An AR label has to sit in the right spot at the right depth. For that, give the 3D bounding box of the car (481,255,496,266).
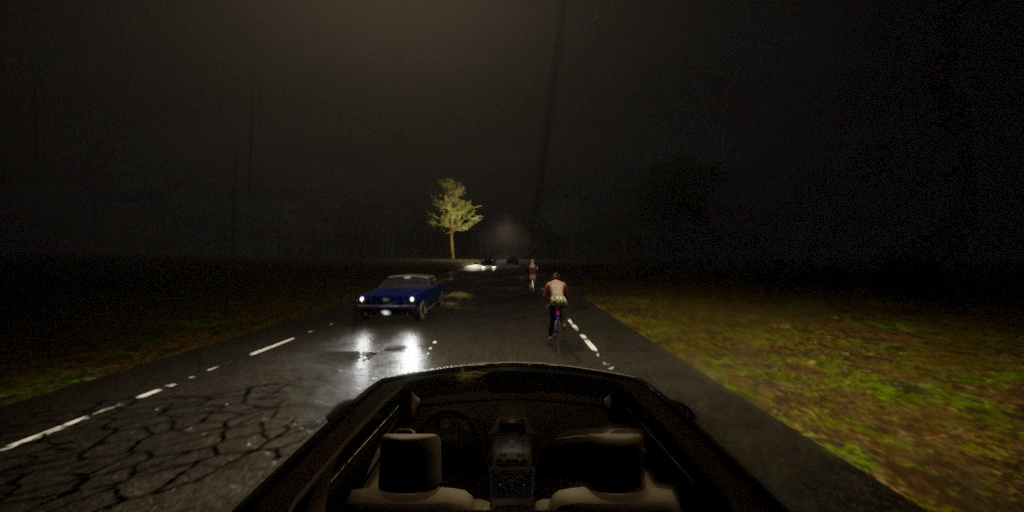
[{"bbox_3d":[-3.606,0.625,55.574,2.097,1.767,4.553,0,1,0],"label":"car"}]

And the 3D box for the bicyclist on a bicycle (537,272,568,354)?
[{"bbox_3d":[0.958,1.190,7.775,0.582,1.620,1.656,0,0,0],"label":"bicyclist on a bicycle"}]

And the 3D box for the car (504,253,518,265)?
[{"bbox_3d":[0.073,0.691,61.088,2.128,1.511,4.902,0,1,0],"label":"car"}]

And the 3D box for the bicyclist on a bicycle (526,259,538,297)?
[{"bbox_3d":[0.953,1.035,17.132,0.659,1.776,1.843,0,1,0],"label":"bicyclist on a bicycle"}]

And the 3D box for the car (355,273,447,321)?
[{"bbox_3d":[-3.604,1.305,12.477,1.895,1.301,4.718,0,0,0],"label":"car"}]
